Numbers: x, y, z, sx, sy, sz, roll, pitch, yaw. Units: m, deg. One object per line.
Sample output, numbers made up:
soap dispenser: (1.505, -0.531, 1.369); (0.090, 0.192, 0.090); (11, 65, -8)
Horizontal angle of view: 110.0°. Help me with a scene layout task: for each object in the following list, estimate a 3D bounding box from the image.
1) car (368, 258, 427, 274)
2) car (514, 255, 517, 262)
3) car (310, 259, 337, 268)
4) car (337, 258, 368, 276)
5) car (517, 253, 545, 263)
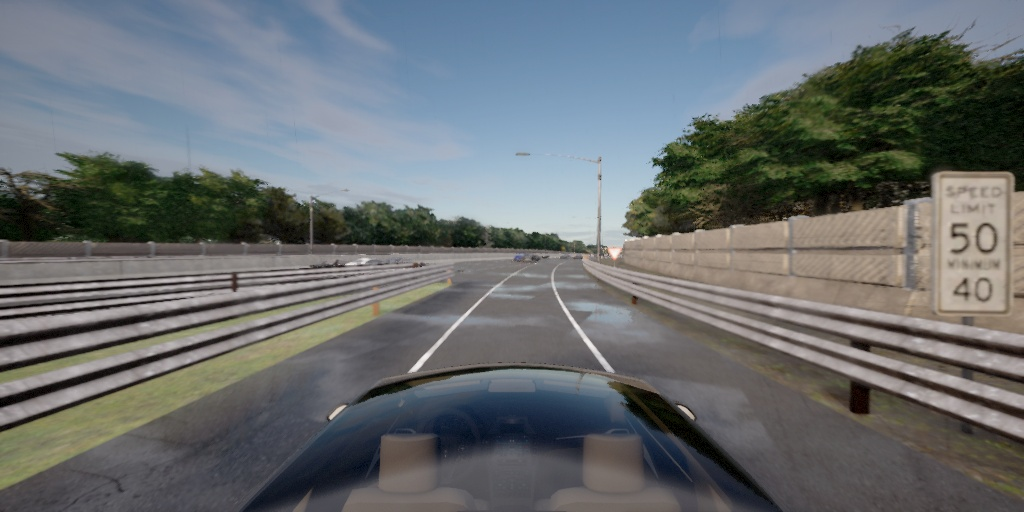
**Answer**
car: (-8.827, 0.872, 29.173); (2.128, 1.511, 4.902); (1, 1, 23)
car: (1.815, 0.252, 63.907); (1.812, 1.442, 4.674); (-1, 1, 23)
car: (-15.282, 0.919, 31.885); (1.895, 1.301, 4.718); (1, 1, 23)
car: (-12.062, 0.875, 30.514); (1.812, 1.442, 4.674); (1, 1, 23)
car: (3.163, 0.276, 57.987); (2.128, 1.511, 4.902); (1, 1, 23)
